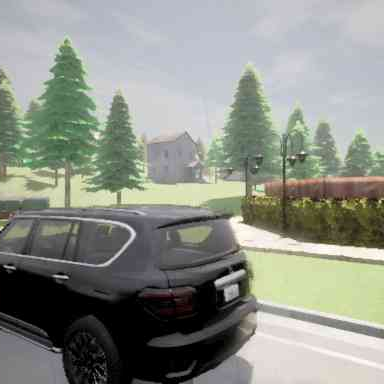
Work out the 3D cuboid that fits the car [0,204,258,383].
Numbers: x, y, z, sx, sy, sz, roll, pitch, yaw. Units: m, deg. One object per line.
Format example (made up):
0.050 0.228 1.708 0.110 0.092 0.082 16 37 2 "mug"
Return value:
-1.738 1.219 5.232 5.566 2.045 2.150 0 0 36 "car"
